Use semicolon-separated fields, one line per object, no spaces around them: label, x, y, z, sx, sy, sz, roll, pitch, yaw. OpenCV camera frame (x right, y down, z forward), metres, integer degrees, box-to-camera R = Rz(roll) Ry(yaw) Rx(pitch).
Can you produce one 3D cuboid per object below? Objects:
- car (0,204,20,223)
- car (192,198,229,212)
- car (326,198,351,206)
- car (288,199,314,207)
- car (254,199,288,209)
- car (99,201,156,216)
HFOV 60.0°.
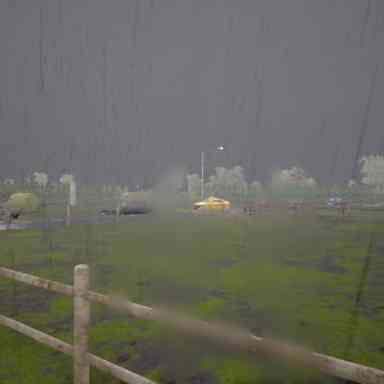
car;-14.442;1.484;22.701;2.128;1.511;4.902;0;0;41
car;2.152;1.495;38.652;5.008;1.535;1.882;0;0;-41
car;22.436;1.586;51.081;4.674;1.442;1.812;0;0;-36
car;14.518;1.649;45.059;4.718;1.301;1.895;0;0;-37
car;10.575;1.628;45.599;4.718;1.301;1.895;0;0;-38
car;-5.971;1.553;31.392;5.357;1.411;2.033;0;0;-43
